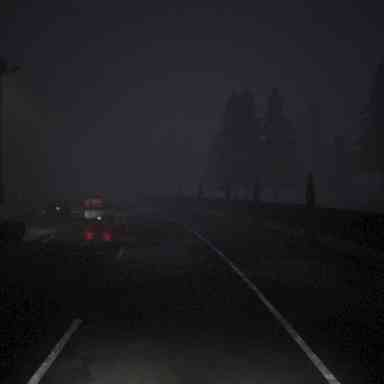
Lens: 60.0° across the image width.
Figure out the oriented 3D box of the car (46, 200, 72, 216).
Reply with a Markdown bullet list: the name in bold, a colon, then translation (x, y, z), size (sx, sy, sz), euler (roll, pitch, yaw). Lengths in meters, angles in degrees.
- **car**: translation (-12.096, 1.373, 30.356), size (1.994, 1.385, 4.181), euler (0, 0, -18)

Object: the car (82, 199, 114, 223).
- **car**: translation (-6.697, 1.441, 24.293), size (1.895, 1.301, 4.718), euler (0, 0, -14)

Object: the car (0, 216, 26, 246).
- **car**: translation (-7.955, 1.528, 12.514), size (1.895, 1.301, 4.718), euler (0, 0, -8)

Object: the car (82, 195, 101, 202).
- **car**: translation (-12.097, 1.090, 40.270), size (2.097, 1.767, 4.553), euler (0, 0, -22)
